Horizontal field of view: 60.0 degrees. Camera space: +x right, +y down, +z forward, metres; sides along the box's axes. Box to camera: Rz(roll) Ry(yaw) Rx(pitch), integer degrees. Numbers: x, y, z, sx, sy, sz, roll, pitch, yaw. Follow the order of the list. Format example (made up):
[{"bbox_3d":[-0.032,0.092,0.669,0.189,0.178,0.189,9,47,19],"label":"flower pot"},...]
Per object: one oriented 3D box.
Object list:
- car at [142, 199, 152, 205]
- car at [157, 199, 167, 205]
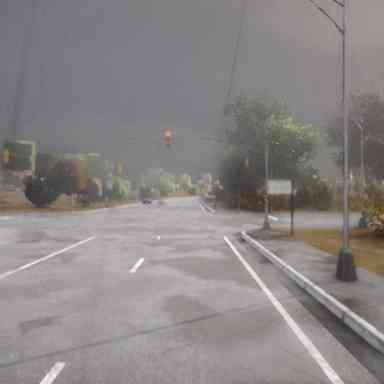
[{"bbox_3d":[-10.491,2.309,77.152,1.895,1.301,4.718,0,-1,0],"label":"car"},{"bbox_3d":[-6.991,2.309,77.151,1.895,1.301,4.718,0,-1,0],"label":"car"}]
